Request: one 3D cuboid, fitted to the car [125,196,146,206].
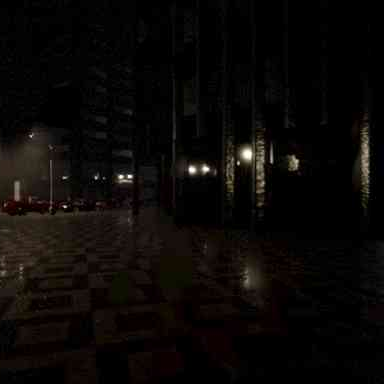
[{"bbox_3d":[-9.542,1.452,55.371,1.967,1.590,4.097,0,0,35],"label":"car"}]

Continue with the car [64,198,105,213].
[{"bbox_3d":[-12.187,1.589,36.589,1.947,1.339,4.313,0,0,35],"label":"car"}]

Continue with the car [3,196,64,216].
[{"bbox_3d":[-15.400,1.341,31.953,2.192,1.841,5.009,0,0,35],"label":"car"}]

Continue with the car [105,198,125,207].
[{"bbox_3d":[-12.755,1.597,50.736,1.802,1.307,4.206,0,0,35],"label":"car"}]

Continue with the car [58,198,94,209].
[{"bbox_3d":[-15.967,1.563,46.101,1.887,1.381,4.507,0,0,35],"label":"car"}]
